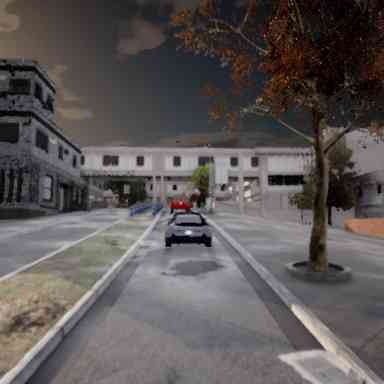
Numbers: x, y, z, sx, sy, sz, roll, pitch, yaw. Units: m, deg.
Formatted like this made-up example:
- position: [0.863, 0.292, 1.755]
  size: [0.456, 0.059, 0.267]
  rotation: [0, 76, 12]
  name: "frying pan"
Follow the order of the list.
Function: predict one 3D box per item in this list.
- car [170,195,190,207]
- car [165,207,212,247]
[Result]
- position: [-1.362, 1.366, 38.376]
  size: [2.150, 2.045, 5.566]
  rotation: [0, -1, -3]
  name: "car"
- position: [-0.194, 1.583, 15.229]
  size: [1.994, 1.385, 4.181]
  rotation: [0, 0, -2]
  name: "car"
